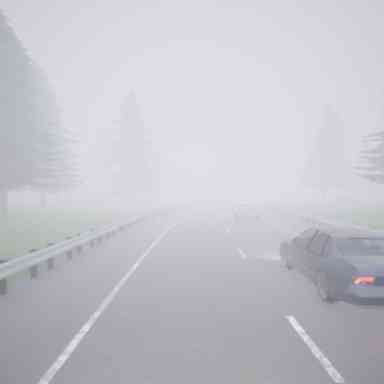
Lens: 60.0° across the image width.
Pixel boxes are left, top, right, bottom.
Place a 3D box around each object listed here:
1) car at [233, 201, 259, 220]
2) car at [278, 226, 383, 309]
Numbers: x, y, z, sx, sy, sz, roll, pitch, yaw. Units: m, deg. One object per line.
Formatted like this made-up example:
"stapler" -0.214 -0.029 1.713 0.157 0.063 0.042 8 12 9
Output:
"car" 4.451 1.506 27.547 1.812 1.442 4.674 0 0 4
"car" 3.583 1.542 8.104 2.033 1.411 5.357 0 0 1
